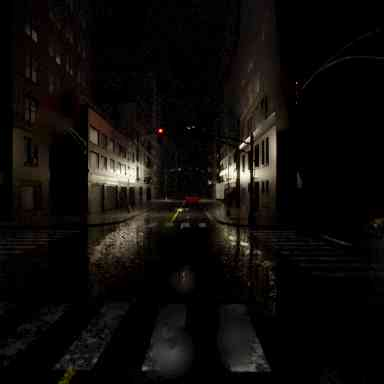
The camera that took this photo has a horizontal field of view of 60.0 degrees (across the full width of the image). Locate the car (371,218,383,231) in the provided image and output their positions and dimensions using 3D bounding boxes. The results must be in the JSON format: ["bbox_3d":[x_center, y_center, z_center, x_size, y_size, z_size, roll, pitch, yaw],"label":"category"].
[{"bbox_3d":[12.383,1.514,18.053,4.829,1.417,1.752,0,0,0],"label":"car"}]

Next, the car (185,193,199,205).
[{"bbox_3d":[-0.028,1.190,57.586,2.150,2.045,5.566,0,0,0],"label":"car"}]
